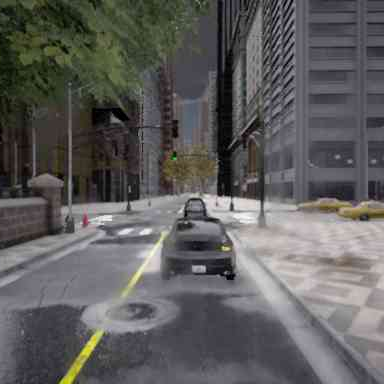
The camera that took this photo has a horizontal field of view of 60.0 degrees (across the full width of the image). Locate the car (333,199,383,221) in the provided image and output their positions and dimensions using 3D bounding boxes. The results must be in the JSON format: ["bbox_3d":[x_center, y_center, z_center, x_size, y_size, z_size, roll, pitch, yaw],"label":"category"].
[{"bbox_3d":[12.496,1.235,22.548,4.829,1.417,1.752,-1,1,1],"label":"car"}]

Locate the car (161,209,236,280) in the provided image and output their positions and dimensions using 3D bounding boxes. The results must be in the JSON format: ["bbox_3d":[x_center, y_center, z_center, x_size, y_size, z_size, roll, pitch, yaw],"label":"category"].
[{"bbox_3d":[0.163,1.465,9.774,1.837,1.490,4.892,0,0,0],"label":"car"}]

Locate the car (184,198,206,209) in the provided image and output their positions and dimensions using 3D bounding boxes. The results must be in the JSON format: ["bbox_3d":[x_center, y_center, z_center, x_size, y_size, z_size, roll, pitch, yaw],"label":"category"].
[{"bbox_3d":[0.294,1.329,30.748,2.033,1.649,4.856,0,0,0],"label":"car"}]

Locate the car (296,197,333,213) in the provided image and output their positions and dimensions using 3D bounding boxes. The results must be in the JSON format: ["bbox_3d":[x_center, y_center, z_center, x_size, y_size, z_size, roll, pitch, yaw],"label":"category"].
[{"bbox_3d":[12.233,1.184,31.076,4.829,1.417,1.752,-1,1,1],"label":"car"}]
